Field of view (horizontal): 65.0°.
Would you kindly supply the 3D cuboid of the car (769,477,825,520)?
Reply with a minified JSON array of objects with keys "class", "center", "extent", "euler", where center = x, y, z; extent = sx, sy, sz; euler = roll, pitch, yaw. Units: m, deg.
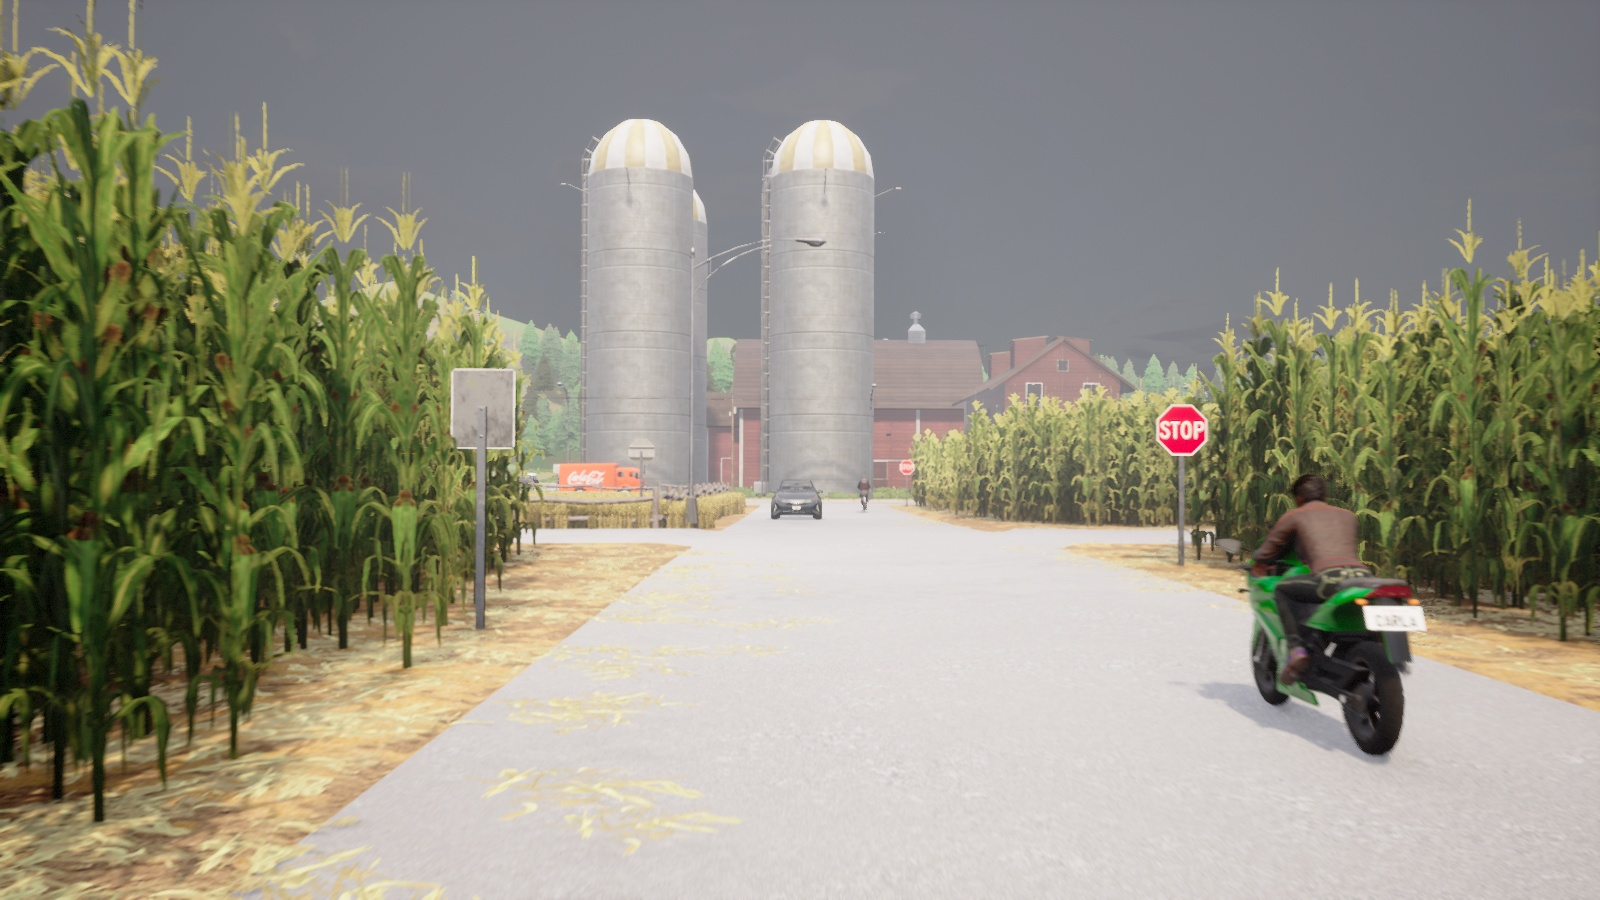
[{"class":"car","center":[-0.116,1.824,47.952],"extent":[2.007,1.525,4.514],"euler":[0,-2,0]}]

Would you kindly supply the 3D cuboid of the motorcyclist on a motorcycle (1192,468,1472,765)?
[{"class":"motorcyclist on a motorcycle","center":[3.081,0.878,7.539],"extent":[0.797,1.523,2.044],"euler":[0,-1,0]}]

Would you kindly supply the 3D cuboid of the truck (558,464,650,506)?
[{"class":"truck","center":[-11.970,2.131,77.068],"extent":[5.204,2.467,2.627],"euler":[-1,-1,0]}]
